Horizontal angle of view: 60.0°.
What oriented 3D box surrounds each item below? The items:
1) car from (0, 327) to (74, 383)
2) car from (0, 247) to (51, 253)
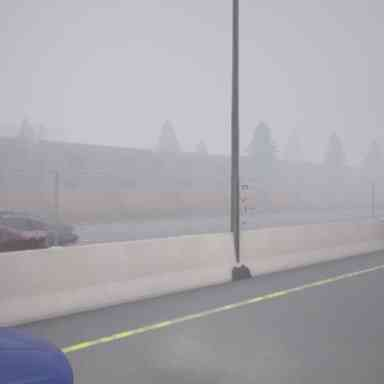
[{"bbox_3d":[-3.129,1.473,1.516,5.008,1.535,1.882,1,0,-35],"label":"car"},{"bbox_3d":[-6.185,1.477,8.181,5.008,1.535,1.882,0,0,-35],"label":"car"}]
